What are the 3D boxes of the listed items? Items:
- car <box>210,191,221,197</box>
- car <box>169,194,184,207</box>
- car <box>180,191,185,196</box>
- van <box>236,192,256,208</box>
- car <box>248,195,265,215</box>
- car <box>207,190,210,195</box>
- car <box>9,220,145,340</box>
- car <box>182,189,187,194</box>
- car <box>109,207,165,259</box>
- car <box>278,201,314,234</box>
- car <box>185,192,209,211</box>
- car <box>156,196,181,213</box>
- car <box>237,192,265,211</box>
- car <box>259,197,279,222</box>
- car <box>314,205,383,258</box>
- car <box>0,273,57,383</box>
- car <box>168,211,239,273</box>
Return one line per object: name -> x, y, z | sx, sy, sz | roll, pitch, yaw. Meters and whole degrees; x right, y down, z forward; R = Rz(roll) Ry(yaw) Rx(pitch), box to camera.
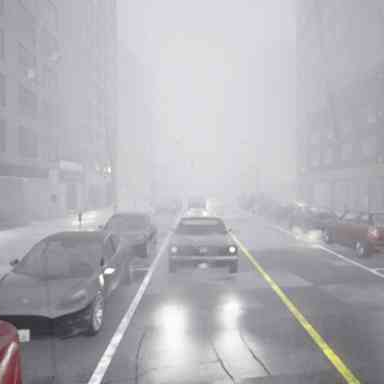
car -> 6.291, 0.543, 83.556 | 1.967, 1.590, 4.097 | 0, 1, -1
car -> -2.164, 1.187, 34.176 | 1.947, 1.339, 4.313 | 0, 1, 0
car -> -2.140, 1.000, 39.699 | 1.967, 1.590, 4.097 | 0, 1, 0
van -> 6.386, 0.902, 39.666 | 1.690, 1.788, 3.998 | 0, 1, 0
car -> 6.337, 1.248, 28.622 | 1.947, 1.339, 4.313 | 0, 1, 0
car -> 6.092, 0.572, 94.865 | 1.802, 1.307, 4.206 | 0, 1, -1
car -> -2.285, 1.492, 6.552 | 1.947, 1.339, 4.313 | 0, 1, 0
car -> -2.432, 0.431, 94.722 | 1.967, 1.590, 4.097 | 0, 1, -1
car -> -2.260, 1.431, 12.077 | 1.947, 1.339, 4.313 | 0, 1, 0
car -> 6.290, 1.355, 17.576 | 2.008, 1.369, 4.403 | 0, 1, 0
car -> 0.507, 1.088, 35.143 | 1.882, 1.535, 5.008 | 0, 1, 0
car -> -2.188, 1.264, 28.651 | 1.802, 1.307, 4.206 | 0, 1, 0
car -> 6.362, 0.937, 34.143 | 2.192, 1.841, 5.009 | 0, 1, 0
car -> 6.313, 1.294, 23.099 | 2.008, 1.369, 4.403 | 0, 1, 0
car -> 6.265, 1.305, 12.051 | 1.967, 1.590, 4.097 | 0, 1, 0
car -> -2.308, 1.532, 1.027 | 1.887, 1.381, 4.507 | 0, 1, 0
car -> 0.291, 1.485, 10.389 | 1.895, 1.301, 4.718 | 0, 1, 0
